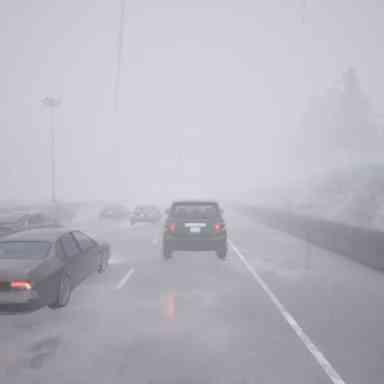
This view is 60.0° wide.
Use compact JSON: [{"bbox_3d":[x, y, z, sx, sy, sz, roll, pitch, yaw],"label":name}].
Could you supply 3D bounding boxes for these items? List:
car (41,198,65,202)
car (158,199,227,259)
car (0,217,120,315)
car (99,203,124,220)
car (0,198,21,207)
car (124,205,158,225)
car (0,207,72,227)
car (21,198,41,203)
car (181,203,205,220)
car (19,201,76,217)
[{"bbox_3d":[-21.058,1.731,51.597,1.837,1.490,4.892,0,0,0],"label":"car"},{"bbox_3d":[0.100,1.279,12.976,2.150,2.045,5.566,0,0,0],"label":"car"},{"bbox_3d":[-3.401,1.583,7.903,2.033,1.411,5.357,0,0,0],"label":"car"},{"bbox_3d":[-6.901,1.696,29.896,1.994,1.385,4.181,0,0,0],"label":"car"},{"bbox_3d":[-28.052,1.729,51.424,1.837,1.490,4.892,0,0,0],"label":"car"},{"bbox_3d":[-3.400,1.658,25.032,2.033,1.411,5.357,0,0,0],"label":"car"},{"bbox_3d":[-6.900,1.565,13.790,1.837,1.490,4.892,0,0,0],"label":"car"},{"bbox_3d":[-24.550,1.757,52.758,1.812,1.442,4.674,0,0,0],"label":"car"},{"bbox_3d":[0.099,1.696,29.879,1.994,1.385,4.181,0,0,0],"label":"car"},{"bbox_3d":[-10.400,1.657,24.837,2.033,1.411,5.357,0,0,0],"label":"car"}]
